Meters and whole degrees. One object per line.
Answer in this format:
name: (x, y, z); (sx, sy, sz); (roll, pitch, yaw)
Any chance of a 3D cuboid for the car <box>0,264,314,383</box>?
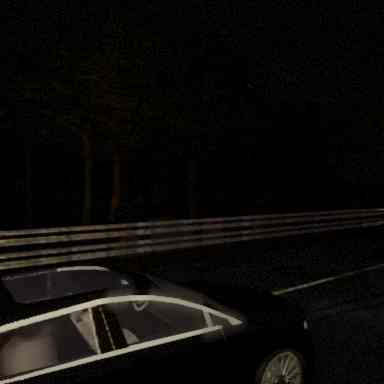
car: (-0.843, 1.489, 3.147); (4.902, 1.511, 2.128); (0, 0, -35)
